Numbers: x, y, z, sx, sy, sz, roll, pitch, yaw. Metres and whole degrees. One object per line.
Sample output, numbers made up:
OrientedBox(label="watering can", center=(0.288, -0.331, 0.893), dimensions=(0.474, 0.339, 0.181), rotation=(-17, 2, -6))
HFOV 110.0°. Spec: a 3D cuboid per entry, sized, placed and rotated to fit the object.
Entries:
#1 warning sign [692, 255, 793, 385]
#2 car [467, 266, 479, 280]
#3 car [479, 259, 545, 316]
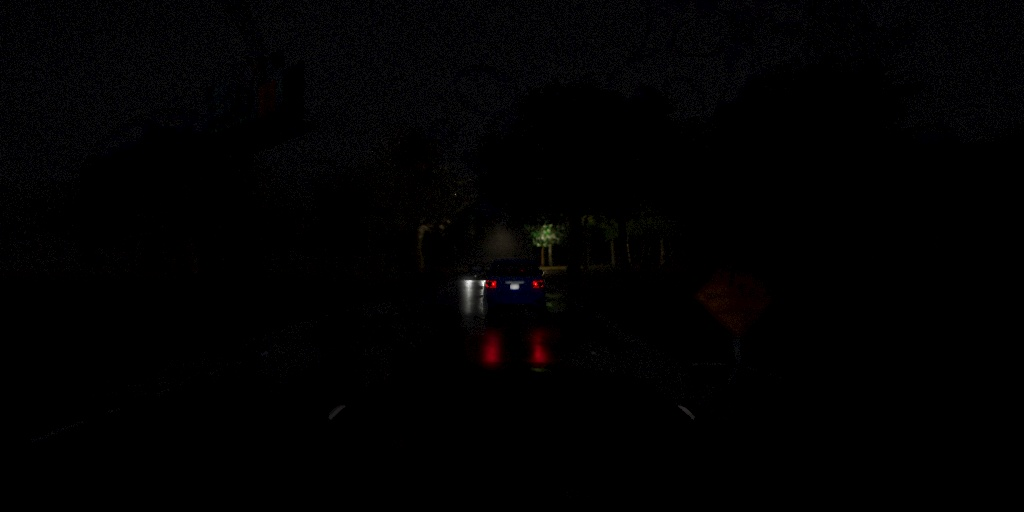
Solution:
OrientedBox(label="warning sign", center=(3.550, 0.917, 5.639), dimensions=(1.300, 1.860, 1.060), rotation=(0, 0, 0))
OrientedBox(label="car", center=(-3.599, 1.737, 37.777), dimensions=(1.812, 1.442, 4.674), rotation=(0, -1, 0))
OrientedBox(label="car", center=(0.092, 1.138, 14.394), dimensions=(2.150, 2.045, 5.566), rotation=(0, -1, 0))
